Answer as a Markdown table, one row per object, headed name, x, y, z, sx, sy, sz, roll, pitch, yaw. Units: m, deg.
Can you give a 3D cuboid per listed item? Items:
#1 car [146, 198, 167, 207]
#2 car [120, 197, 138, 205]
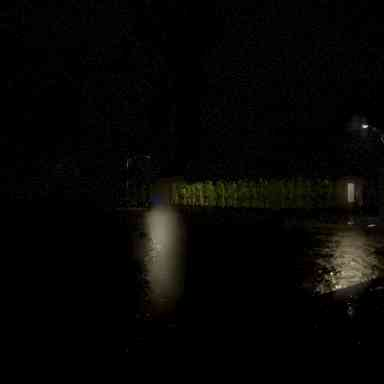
| name | x | y | z | sx | sy | sz | roll | pitch | yaw |
| --- | --- | --- | --- | --- | --- | --- | --- | --- | --- |
| car | -5.762 | 1.663 | 53.908 | 1.812 | 1.442 | 4.674 | -1 | 0 | -36 |
| car | -11.843 | 1.683 | 62.101 | 1.837 | 1.490 | 4.892 | -1 | 0 | -36 |
